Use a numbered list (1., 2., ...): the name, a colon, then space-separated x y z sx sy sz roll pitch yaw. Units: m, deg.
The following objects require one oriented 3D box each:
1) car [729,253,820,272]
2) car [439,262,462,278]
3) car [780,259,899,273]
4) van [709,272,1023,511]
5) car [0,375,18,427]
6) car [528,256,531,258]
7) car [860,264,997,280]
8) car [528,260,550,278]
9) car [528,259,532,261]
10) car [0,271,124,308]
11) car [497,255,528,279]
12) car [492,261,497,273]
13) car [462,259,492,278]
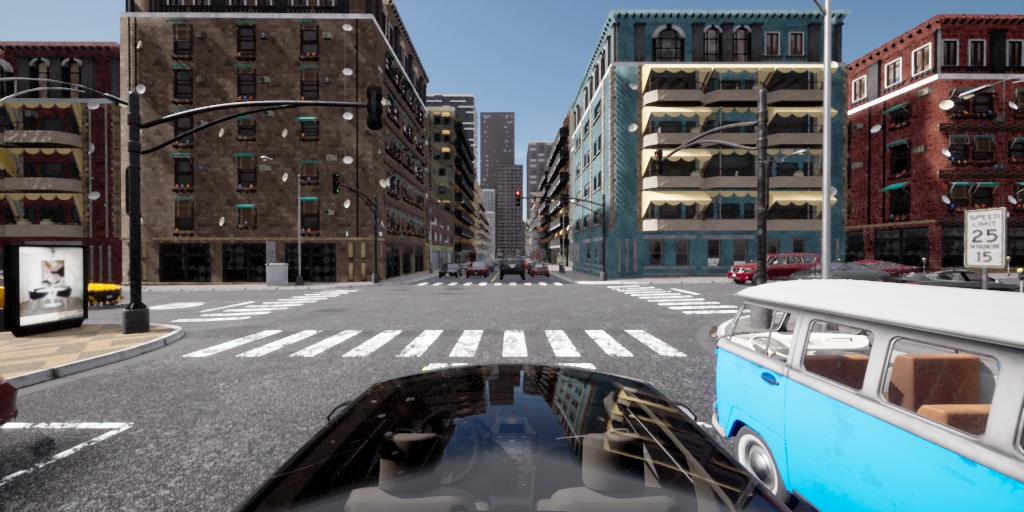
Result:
1. car: 15.725 0.780 21.349 5.009 1.841 2.192 0 0 -1
2. car: -5.770 1.318 34.150 1.948 1.339 4.313 0 0 0
3. car: 17.026 1.031 18.768 4.181 1.385 1.994 -1 0 -1
4. van: 2.689 1.091 1.764 1.690 1.789 3.998 0 0 0
5. car: -5.692 1.332 1.745 1.802 1.307 4.207 0 0 0
6. car: 2.998 1.224 64.917 1.801 1.575 5.366 0 0 0
7. car: 15.766 1.097 12.969 4.313 1.339 1.948 0 0 -1
8. car: 2.611 1.334 34.158 1.802 1.307 4.207 0 0 0
9. car: 2.598 1.319 39.681 1.948 1.339 4.313 0 0 0
10. car: -19.604 1.502 15.214 5.008 1.535 1.882 -1 0 -1
11. car: 0.027 0.972 32.310 2.150 2.045 5.566 0 0 0
12. car: -3.197 1.110 43.186 2.097 1.767 4.553 0 0 0
13. car: -3.177 1.229 33.857 1.882 1.535 5.008 0 0 0
